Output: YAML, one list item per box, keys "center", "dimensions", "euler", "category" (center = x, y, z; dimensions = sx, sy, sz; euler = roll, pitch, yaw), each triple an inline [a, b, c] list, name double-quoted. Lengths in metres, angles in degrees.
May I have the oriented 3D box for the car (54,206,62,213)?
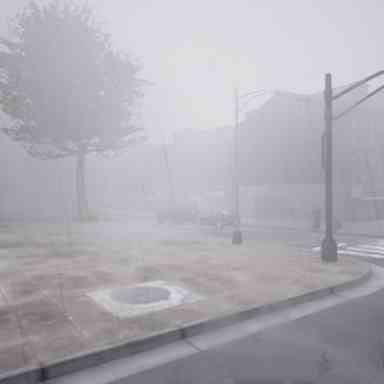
- center: [-23.821, 3.146, 62.136]
  dimensions: [1.752, 1.417, 4.829]
  euler: [-3, 0, -35]
  category: "car"

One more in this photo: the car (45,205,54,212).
- center: [-30.123, 3.482, 71.024]
  dimensions: [1.802, 1.307, 4.206]
  euler: [-3, 0, -35]
  category: "car"

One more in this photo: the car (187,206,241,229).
- center: [1.889, 2.065, 25.891]
  dimensions: [2.008, 1.369, 4.403]
  euler: [-3, 0, -35]
  category: "car"

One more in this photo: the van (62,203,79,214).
- center: [-20.530, 2.817, 57.484]
  dimensions: [1.690, 1.788, 3.998]
  euler: [-3, 0, -35]
  category: "van"

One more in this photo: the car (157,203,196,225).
- center: [-1.322, 1.964, 30.404]
  dimensions: [2.192, 1.841, 5.009]
  euler: [-3, 0, -35]
  category: "car"
